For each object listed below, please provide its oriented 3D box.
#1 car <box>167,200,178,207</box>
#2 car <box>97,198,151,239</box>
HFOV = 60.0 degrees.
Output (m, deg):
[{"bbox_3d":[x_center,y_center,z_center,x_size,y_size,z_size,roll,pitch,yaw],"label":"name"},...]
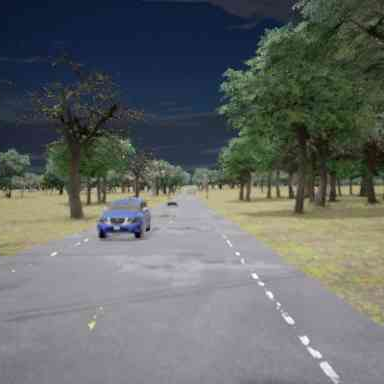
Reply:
[{"bbox_3d":[-3.559,2.068,60.606,1.895,1.301,4.718,0,0,1],"label":"car"},{"bbox_3d":[-3.607,1.395,18.717,2.150,2.045,5.566,0,-1,0],"label":"car"}]
